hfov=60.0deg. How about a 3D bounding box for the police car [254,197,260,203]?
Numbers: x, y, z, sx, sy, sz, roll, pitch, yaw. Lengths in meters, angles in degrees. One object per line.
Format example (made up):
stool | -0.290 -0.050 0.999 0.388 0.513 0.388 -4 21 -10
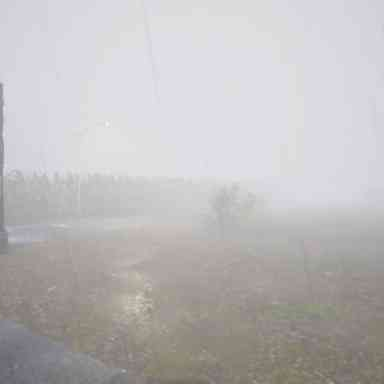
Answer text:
police car | 8.555 1.324 46.794 1.930 1.638 5.238 -1 0 35
